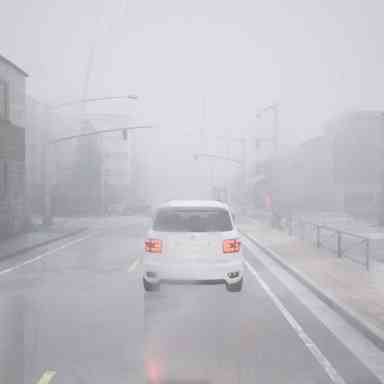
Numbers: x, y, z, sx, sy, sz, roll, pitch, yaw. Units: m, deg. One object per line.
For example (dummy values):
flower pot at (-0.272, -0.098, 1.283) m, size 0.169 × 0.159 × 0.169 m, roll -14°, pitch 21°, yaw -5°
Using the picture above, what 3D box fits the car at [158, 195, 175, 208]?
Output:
car at (-3.694, 1.352, 48.935) m, size 2.097 × 1.767 × 4.553 m, roll 0°, pitch 0°, yaw 0°

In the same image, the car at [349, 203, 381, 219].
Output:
car at (16.656, 1.740, 30.263) m, size 4.181 × 1.385 × 1.994 m, roll 0°, pitch 0°, yaw 0°

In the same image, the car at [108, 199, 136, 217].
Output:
car at (-6.092, 1.475, 32.880) m, size 2.097 × 1.767 × 4.553 m, roll 0°, pitch 1°, yaw 34°

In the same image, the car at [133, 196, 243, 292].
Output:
car at (0.035, 1.221, 9.080) m, size 2.150 × 2.045 × 5.566 m, roll 0°, pitch 0°, yaw 1°

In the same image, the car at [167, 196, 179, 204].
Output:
car at (-3.672, 1.492, 64.686) m, size 2.128 × 1.511 × 4.902 m, roll 0°, pitch 0°, yaw 0°
